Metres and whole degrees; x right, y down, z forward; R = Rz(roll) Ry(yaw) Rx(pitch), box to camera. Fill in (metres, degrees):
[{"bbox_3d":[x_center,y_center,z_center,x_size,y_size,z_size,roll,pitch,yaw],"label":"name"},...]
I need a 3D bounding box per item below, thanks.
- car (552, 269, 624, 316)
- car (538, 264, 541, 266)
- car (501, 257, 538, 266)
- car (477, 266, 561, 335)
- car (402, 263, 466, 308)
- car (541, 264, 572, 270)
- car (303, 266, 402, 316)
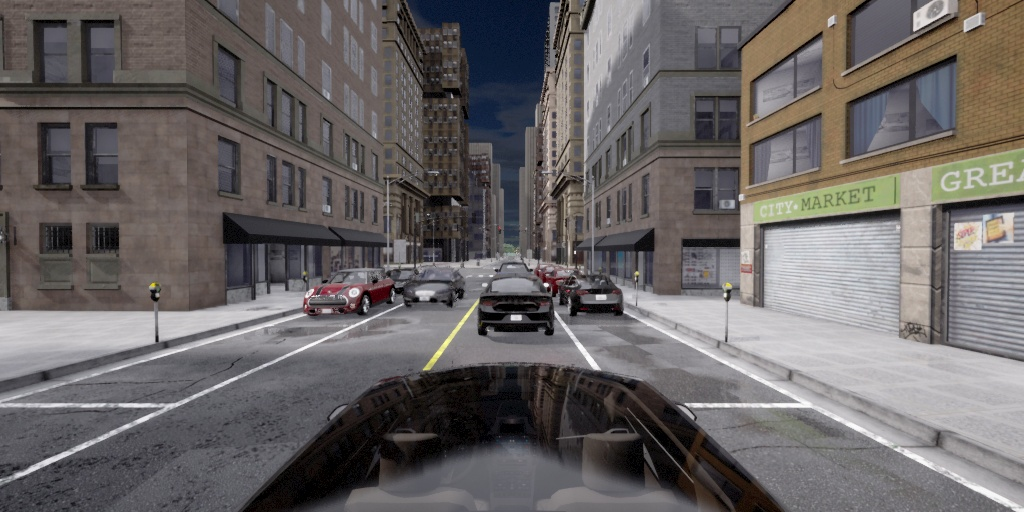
[{"bbox_3d":[2.764,1.314,13.146,1.948,1.339,4.313,0,0,0],"label":"car"},{"bbox_3d":[2.766,1.293,24.156,1.888,1.381,4.507,0,0,0],"label":"car"},{"bbox_3d":[0.105,1.100,19.698,2.097,1.767,4.553,0,0,0],"label":"car"},{"bbox_3d":[0.100,1.226,10.475,1.882,1.535,5.008,0,0,0],"label":"car"},{"bbox_3d":[-3.082,1.239,15.117,2.128,1.511,4.902,0,0,0],"label":"car"},{"bbox_3d":[2.765,1.293,18.650,1.888,1.381,4.507,0,0,0],"label":"car"},{"bbox_3d":[-5.762,1.188,13.147,1.967,1.591,4.097,0,0,0],"label":"car"}]
